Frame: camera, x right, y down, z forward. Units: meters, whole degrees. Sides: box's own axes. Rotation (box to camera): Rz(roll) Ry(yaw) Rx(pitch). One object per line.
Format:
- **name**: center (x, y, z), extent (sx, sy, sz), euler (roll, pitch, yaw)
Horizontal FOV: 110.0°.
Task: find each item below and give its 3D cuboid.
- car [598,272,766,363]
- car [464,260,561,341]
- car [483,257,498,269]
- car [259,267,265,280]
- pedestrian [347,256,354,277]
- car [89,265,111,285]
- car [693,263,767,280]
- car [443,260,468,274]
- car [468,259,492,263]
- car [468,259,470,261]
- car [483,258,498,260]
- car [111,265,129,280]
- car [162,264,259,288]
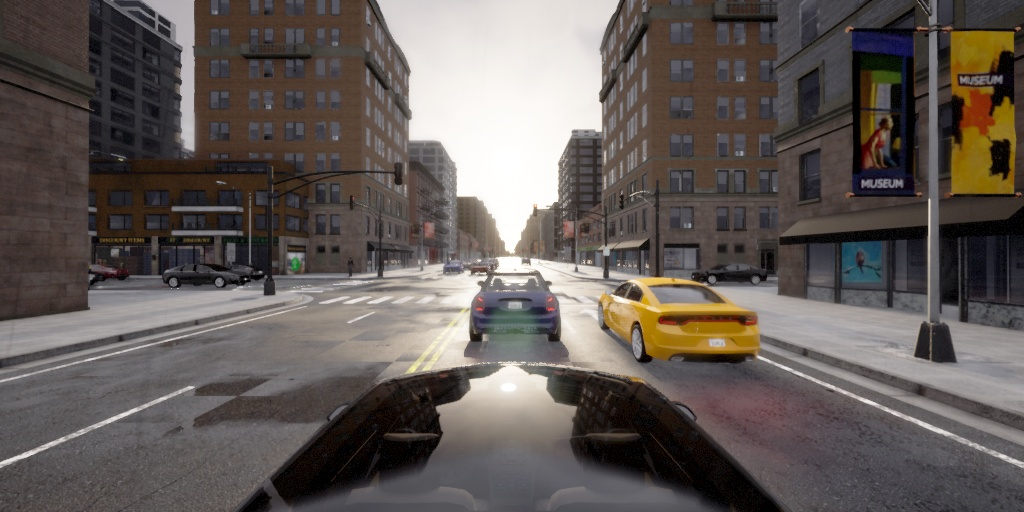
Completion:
- **car**: center (3.315, 1.227, 8.175), extent (1.882, 1.535, 5.008), euler (0, 0, 1)
- **car**: center (0.077, 1.101, 9.977), extent (2.097, 1.767, 4.553), euler (0, 0, 0)
- **car**: center (-3.425, 1.089, 58.144), extent (2.097, 1.767, 4.553), euler (0, 0, 0)
- **car**: center (-22.167, 1.327, 28.642), extent (4.313, 1.339, 1.948), euler (0, 0, 0)
- **pedestrian**: center (-14.188, 0.916, 31.491), extent (0.375, 1.860, 0.375), euler (0, 0, 0)
- **car**: center (-29.758, 1.230, 23.185), extent (4.902, 1.511, 2.128), euler (0, 0, 0)
- **car**: center (15.844, 1.264, 26.327), extent (5.008, 1.535, 1.882), euler (0, 0, 1)
- **car**: center (-6.657, 1.222, 41.250), extent (1.882, 1.535, 5.008), euler (0, 0, 0)
- **car**: center (-3.408, 1.345, 39.258), extent (1.895, 1.301, 4.718), euler (0, 0, 0)
- **car**: center (-6.661, 1.305, 50.256), extent (1.994, 1.385, 4.181), euler (0, 0, 1)
- **car**: center (-3.419, 1.093, 48.194), extent (2.097, 1.767, 4.553), euler (0, 0, 0)
- **car**: center (-33.189, 1.341, 28.681), extent (4.207, 1.307, 1.802), euler (0, 0, 0)
- **car**: center (-19.617, 1.246, 23.148), extent (4.892, 1.490, 1.837), euler (0, 0, 0)
